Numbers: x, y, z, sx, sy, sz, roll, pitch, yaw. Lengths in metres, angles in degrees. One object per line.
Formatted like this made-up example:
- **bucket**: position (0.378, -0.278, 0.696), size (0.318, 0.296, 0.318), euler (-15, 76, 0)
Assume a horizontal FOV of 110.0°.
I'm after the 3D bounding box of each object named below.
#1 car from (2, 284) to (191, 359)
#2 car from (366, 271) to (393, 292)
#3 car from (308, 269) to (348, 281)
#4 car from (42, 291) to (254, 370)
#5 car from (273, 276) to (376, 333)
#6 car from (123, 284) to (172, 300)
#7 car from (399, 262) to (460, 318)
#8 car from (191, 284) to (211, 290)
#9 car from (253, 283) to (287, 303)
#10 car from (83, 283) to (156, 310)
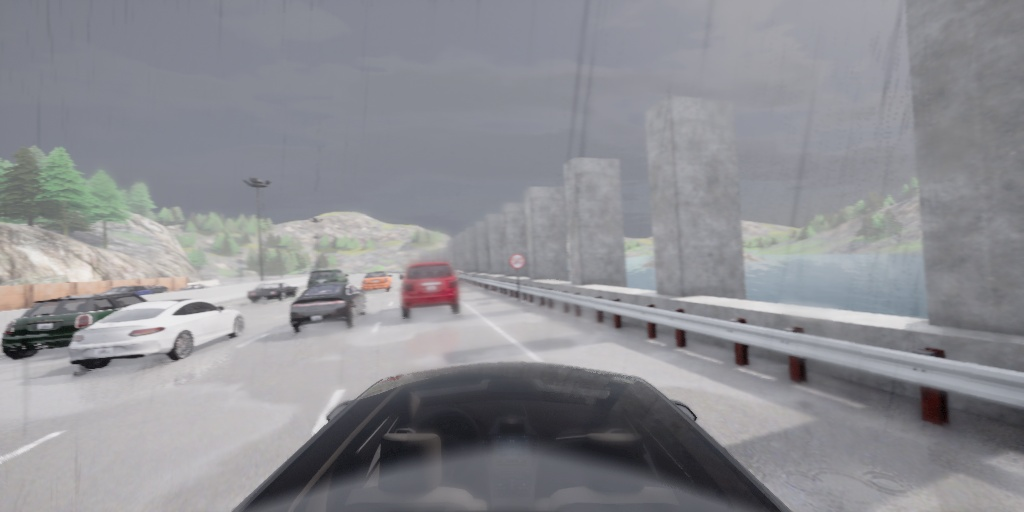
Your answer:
- **car**: position (-13.504, 2.017, 12.006), size (2.097, 1.767, 4.553), euler (-3, 0, -15)
- **car**: position (-11.073, 2.026, 29.624), size (2.097, 1.767, 4.553), euler (-3, -1, -15)
- **car**: position (-14.274, 2.075, 28.092), size (2.150, 2.045, 5.566), euler (-3, -1, -15)
- **car**: position (-9.302, 1.914, 9.864), size (1.812, 1.442, 4.674), euler (-3, 0, -15)
- **car**: position (-6.617, 1.748, 13.333), size (2.128, 1.511, 4.902), euler (-3, -1, -15)
- **car**: position (-44.739, 4.348, 44.206), size (2.128, 1.511, 4.902), euler (-3, 0, -17)
- **car**: position (-3.545, 1.307, 15.309), size (2.150, 2.045, 5.566), euler (-3, -1, -15)
- **car**: position (-30.963, 3.498, 34.956), size (1.994, 1.385, 4.181), euler (-3, -1, -17)
- **car**: position (-17.423, 2.634, 26.437), size (1.895, 1.301, 4.718), euler (-3, -1, -15)
- **car**: position (-33.381, 3.395, 30.748), size (2.097, 1.767, 4.553), euler (-3, 0, -16)
